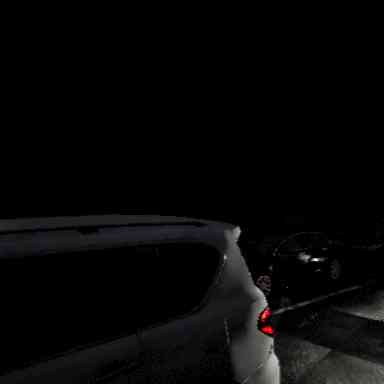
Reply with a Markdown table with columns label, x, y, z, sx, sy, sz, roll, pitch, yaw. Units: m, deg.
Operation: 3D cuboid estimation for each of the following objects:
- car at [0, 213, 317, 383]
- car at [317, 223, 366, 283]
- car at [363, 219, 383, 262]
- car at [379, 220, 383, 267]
| label | x | y | z | sx | sy | sz | roll | pitch | yaw |
| --- | --- | --- | --- | --- | --- | --- | --- | --- | --- |
| car | -1.858 | 1.223 | 2.048 | 5.566 | 2.045 | 2.150 | 0 | 0 | -36 |
| car | 2.043 | 1.552 | 8.107 | 4.403 | 1.369 | 2.008 | 0 | 0 | -36 |
| car | 6.485 | 1.585 | 11.277 | 4.206 | 1.307 | 1.802 | 0 | 0 | -36 |
| car | 7.108 | 1.495 | 8.438 | 4.902 | 1.511 | 2.128 | 0 | 0 | -35 |
